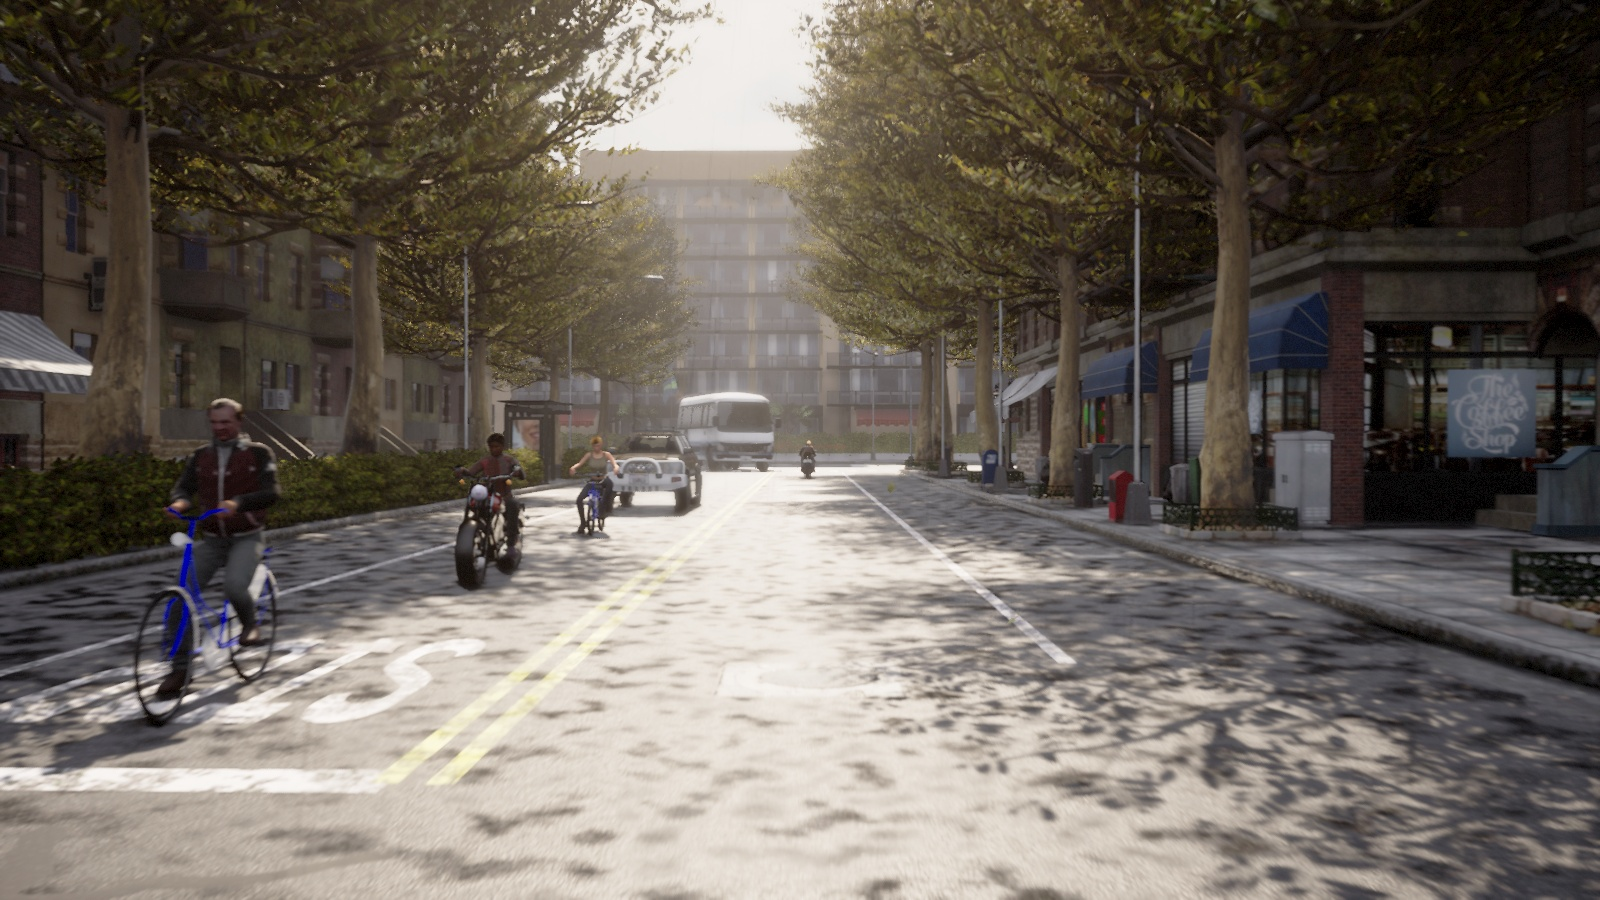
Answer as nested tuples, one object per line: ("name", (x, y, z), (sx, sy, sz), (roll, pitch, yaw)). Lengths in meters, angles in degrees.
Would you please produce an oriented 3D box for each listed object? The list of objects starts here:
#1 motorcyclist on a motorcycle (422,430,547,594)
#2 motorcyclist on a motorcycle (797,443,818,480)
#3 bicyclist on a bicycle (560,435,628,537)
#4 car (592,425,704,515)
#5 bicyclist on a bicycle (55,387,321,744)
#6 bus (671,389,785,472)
("motorcyclist on a motorcycle", (-3.406, 0.616, 13.792), (0.766, 1.649, 2.350), (0, 0, 0))
("motorcyclist on a motorcycle", (0.322, 0.477, 54.100), (0.866, 1.530, 2.191), (0, 1, 0))
("bicyclist on a bicycle", (-3.362, 0.564, 20.627), (0.866, 1.612, 1.509), (0, 0, 1))
("car", (-3.323, 0.401, 28.314), (1.932, 1.855, 4.605), (0, 0, 0))
("bicyclist on a bicycle", (-3.405, 0.574, 7.184), (0.659, 1.776, 1.843), (0, 0, -1))
("bus", (-4.201, -1.029, 70.137), (3.944, 4.253, 10.273), (1, 0, -17))
